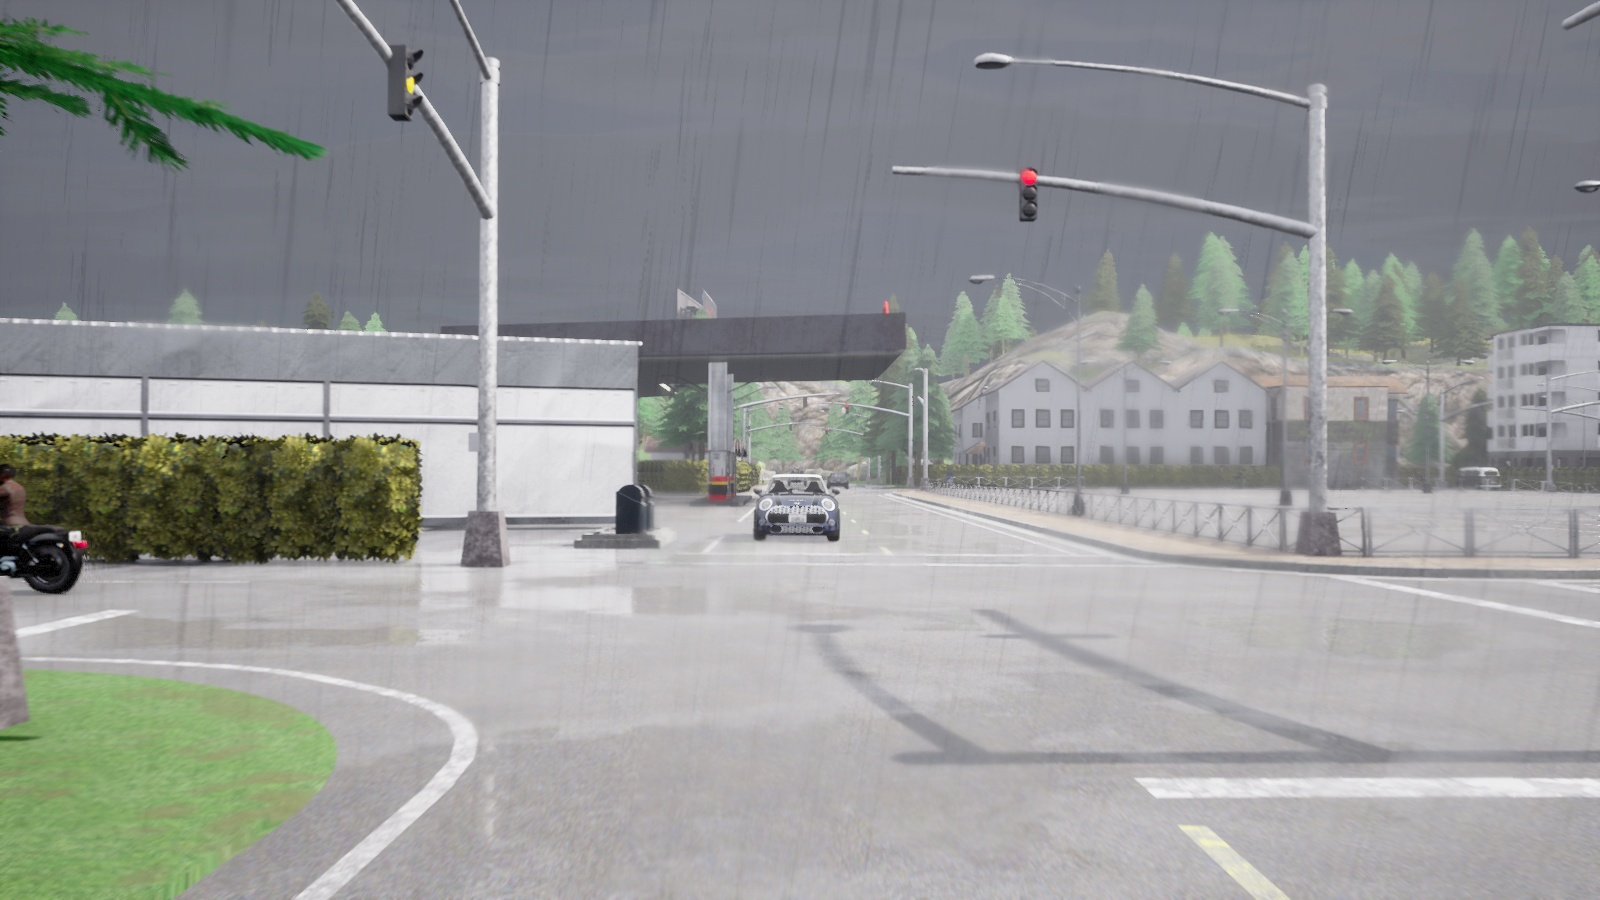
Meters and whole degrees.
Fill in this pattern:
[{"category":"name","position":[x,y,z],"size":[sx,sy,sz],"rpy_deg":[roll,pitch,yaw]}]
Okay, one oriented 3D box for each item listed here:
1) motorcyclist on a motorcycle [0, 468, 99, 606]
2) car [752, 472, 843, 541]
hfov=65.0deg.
[{"category":"motorcyclist on a motorcycle","position":[-10.051,1.059,15.503],"size":[2.350,1.649,0.766],"rpy_deg":[0,-1,-1]},{"category":"car","position":[-0.058,1.254,28.915],"size":[1.970,1.475,3.806],"rpy_deg":[0,-1,0]}]
